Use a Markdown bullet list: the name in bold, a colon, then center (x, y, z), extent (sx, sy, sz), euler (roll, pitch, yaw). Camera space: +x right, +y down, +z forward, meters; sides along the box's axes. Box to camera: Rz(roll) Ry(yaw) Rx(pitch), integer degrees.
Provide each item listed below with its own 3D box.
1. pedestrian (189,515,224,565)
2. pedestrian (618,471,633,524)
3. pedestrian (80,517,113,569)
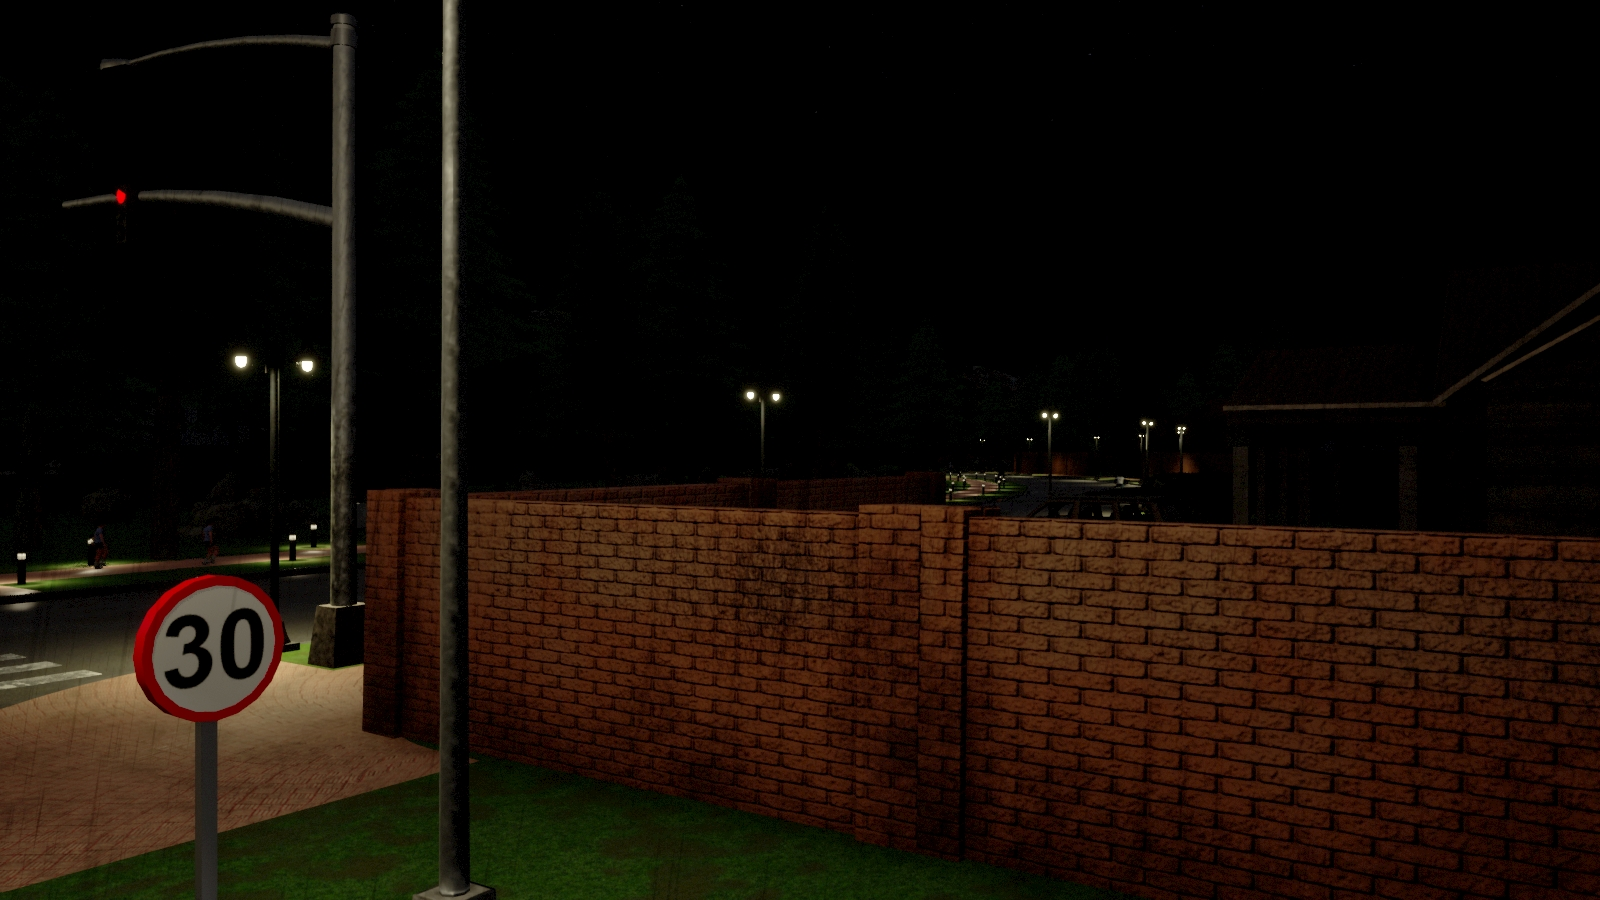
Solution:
- **pedestrian**: center (-13.563, 2.044, 26.120), extent (0.500, 1.100, 0.500), euler (0, 0, 25)
- **pedestrian**: center (-6.145, 1.662, 40.168), extent (0.375, 1.860, 0.375), euler (0, 0, 37)
- **pedestrian**: center (-15.540, 2.044, 25.240), extent (0.500, 1.100, 0.500), euler (0, 0, 45)
